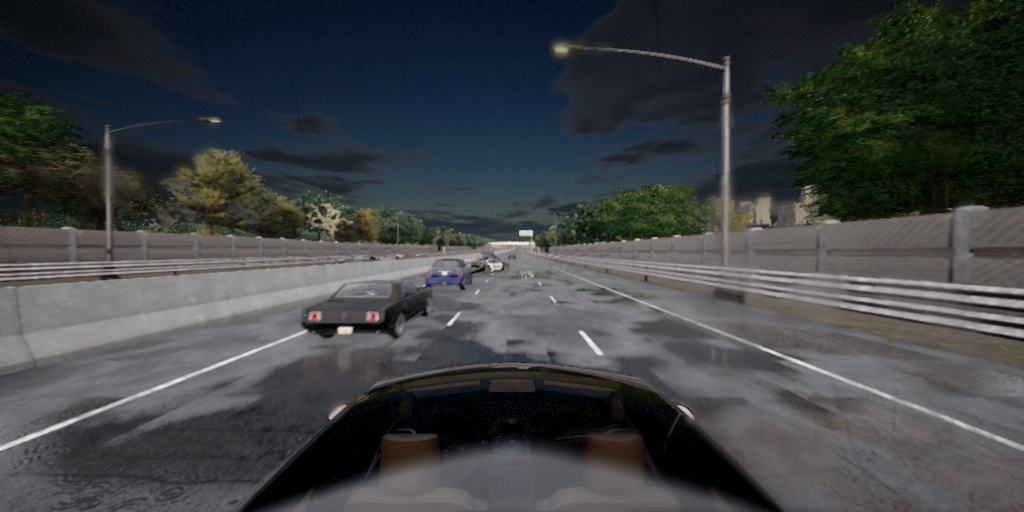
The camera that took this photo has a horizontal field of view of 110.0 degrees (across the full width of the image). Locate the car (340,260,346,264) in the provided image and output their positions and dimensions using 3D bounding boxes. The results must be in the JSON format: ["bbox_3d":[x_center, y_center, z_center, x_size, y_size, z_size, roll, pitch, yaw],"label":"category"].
[{"bbox_3d":[-21.040,0.790,47.979,1.895,1.301,4.718,0,1,1],"label":"car"}]

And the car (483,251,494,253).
[{"bbox_3d":[-3.493,0.332,53.752,2.150,2.045,5.566,0,1,0],"label":"car"}]

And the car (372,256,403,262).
[{"bbox_3d":[-14.057,0.750,41.730,1.882,1.535,5.008,0,1,0],"label":"car"}]

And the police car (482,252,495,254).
[{"bbox_3d":[-3.495,0.682,42.835,1.930,1.638,5.238,0,1,0],"label":"police car"}]

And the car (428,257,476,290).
[{"bbox_3d":[-3.498,0.894,20.694,2.097,1.767,4.553,0,1,0],"label":"car"}]

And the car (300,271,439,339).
[{"bbox_3d":[-3.500,1.267,9.757,1.895,1.301,4.718,0,1,0],"label":"car"}]

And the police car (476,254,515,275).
[{"bbox_3d":[-2.092,0.883,33.622,2.038,1.542,4.974,0,1,32],"label":"police car"}]

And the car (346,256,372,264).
[{"bbox_3d":[-17.545,0.759,43.084,1.837,1.490,4.892,0,1,1],"label":"car"}]
